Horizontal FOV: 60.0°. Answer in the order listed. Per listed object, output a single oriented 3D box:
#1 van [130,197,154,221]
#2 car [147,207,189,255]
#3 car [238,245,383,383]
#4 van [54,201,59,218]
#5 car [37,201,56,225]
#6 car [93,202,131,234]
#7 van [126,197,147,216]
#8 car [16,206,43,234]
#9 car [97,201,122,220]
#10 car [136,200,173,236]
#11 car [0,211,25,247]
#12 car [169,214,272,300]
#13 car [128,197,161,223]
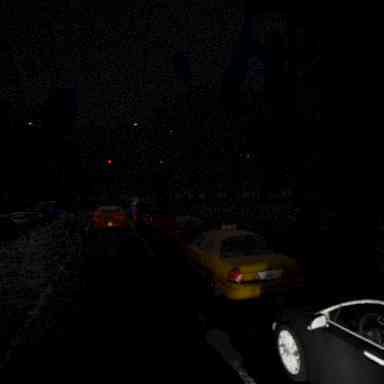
[{"bbox_3d":[-4.445,1.423,29.147,1.690,1.788,3.998,-2,0,-14],"label":"van"},{"bbox_3d":[-0.445,1.519,13.331,1.887,1.381,4.507,-2,0,-14],"label":"car"},{"bbox_3d":[2.217,1.456,2.787,2.008,1.369,4.403,-2,0,-14],"label":"car"},{"bbox_3d":[-14.036,1.783,32.332,1.690,1.788,3.998,-2,0,-14],"label":"van"},{"bbox_3d":[-12.701,1.845,27.060,1.967,1.590,4.097,-2,0,-14],"label":"car"},{"bbox_3d":[-5.037,1.607,20.516,1.882,1.535,5.008,-2,0,-14],"label":"car"},{"bbox_3d":[-5.776,1.459,34.419,1.690,1.788,3.998,-2,0,-14],"label":"van"},{"bbox_3d":[-11.325,1.894,21.624,1.752,1.417,4.829,-2,0,-14],"label":"car"},{"bbox_3d":[-8.027,1.702,32.270,2.128,1.511,4.902,-2,0,-14],"label":"car"},{"bbox_3d":[-1.780,1.450,18.603,1.967,1.590,4.097,-2,0,-14],"label":"car"},{"bbox_3d":[-10.034,1.900,16.516,1.947,1.339,4.313,-2,0,-14],"label":"car"},{"bbox_3d":[0.843,1.466,8.224,1.752,1.417,4.829,-2,0,-14],"label":"car"},{"bbox_3d":[-3.116,1.361,23.875,2.192,1.841,5.009,-2,0,-14],"label":"car"}]
